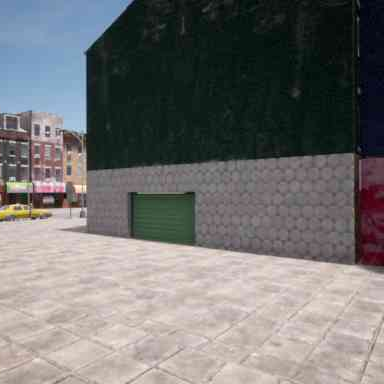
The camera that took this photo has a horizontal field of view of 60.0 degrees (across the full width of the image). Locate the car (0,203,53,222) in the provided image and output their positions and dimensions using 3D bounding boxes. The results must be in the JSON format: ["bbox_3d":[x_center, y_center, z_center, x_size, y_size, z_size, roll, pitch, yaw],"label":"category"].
[{"bbox_3d":[-13.532,1.581,26.402,1.752,1.417,4.829,-1,-1,36],"label":"car"}]
